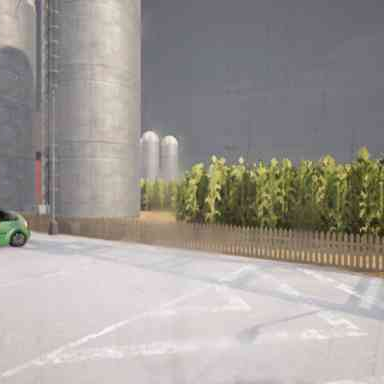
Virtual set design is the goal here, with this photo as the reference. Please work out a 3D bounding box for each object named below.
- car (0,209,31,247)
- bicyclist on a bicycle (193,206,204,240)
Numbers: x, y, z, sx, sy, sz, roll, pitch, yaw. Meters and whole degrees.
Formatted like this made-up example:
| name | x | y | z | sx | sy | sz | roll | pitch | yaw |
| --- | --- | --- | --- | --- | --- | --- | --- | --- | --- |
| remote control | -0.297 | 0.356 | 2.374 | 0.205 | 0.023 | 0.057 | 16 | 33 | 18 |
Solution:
| name | x | y | z | sx | sy | sz | roll | pitch | yaw |
| --- | --- | --- | --- | --- | --- | --- | --- | --- | --- |
| car | -8.502 | 1.463 | 12.789 | 1.851 | 1.617 | 3.988 | 0 | 0 | 34 |
| bicyclist on a bicycle | 0.497 | 1.503 | 15.902 | 0.582 | 1.620 | 1.656 | -1 | 4 | -38 |
